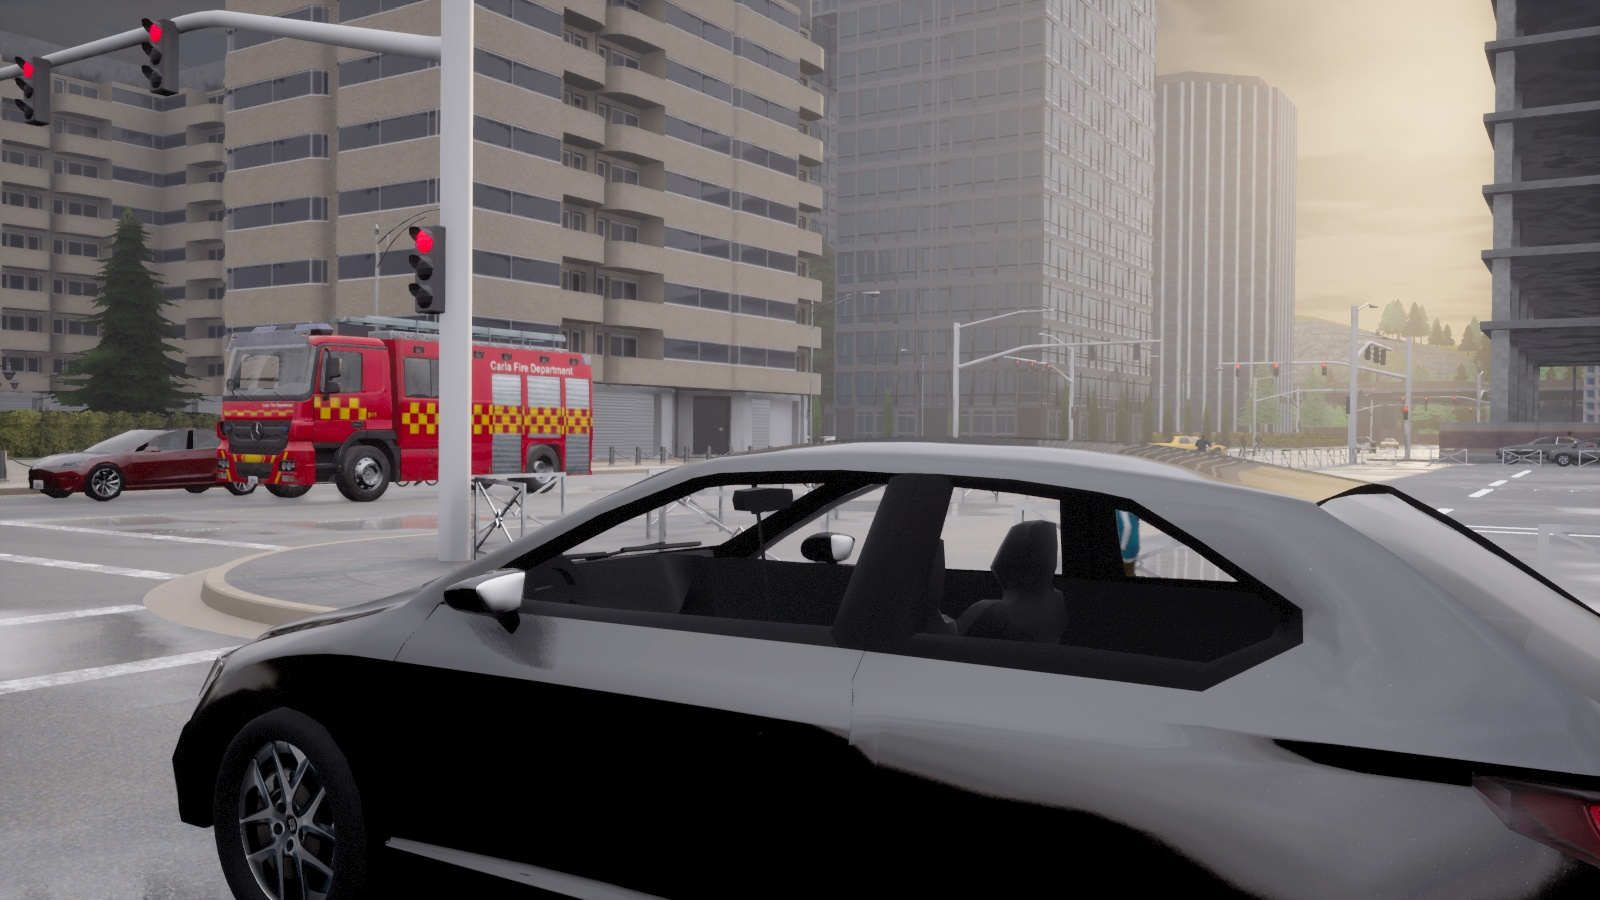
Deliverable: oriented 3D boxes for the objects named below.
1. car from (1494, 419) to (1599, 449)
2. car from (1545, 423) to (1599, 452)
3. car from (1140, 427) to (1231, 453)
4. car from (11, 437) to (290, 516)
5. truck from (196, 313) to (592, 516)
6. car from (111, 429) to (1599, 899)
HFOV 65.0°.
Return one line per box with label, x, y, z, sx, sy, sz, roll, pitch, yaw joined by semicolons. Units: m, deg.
car;41.957;-0.889;70.566;5.027;1.651;2.152;0;1;32
car;42.050;-0.664;66.379;4.514;1.525;2.007;0;1;32
car;24.372;-0.663;79.394;5.366;1.575;1.801;-1;1;-15
car;-13.616;0.491;26.643;2.163;1.488;4.792;0;1;32
truck;-8.614;-0.738;28.003;2.891;3.827;8.468;0;1;32
car;0.098;0.696;3.550;4.193;1.474;1.816;0;1;33
